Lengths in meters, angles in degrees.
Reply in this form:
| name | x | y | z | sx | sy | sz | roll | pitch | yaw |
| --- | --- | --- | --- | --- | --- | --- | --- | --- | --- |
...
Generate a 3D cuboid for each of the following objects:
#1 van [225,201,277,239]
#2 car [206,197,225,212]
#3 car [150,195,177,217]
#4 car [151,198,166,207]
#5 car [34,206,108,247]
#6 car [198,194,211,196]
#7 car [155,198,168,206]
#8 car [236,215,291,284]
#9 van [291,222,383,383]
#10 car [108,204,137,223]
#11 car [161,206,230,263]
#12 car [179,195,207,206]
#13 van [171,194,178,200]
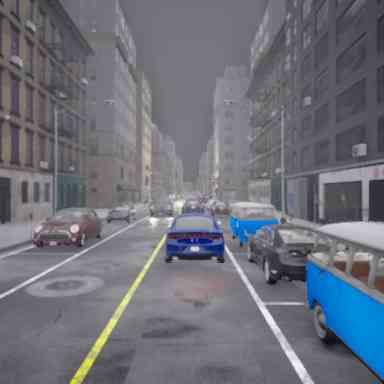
| name | x | y | z | sx | sy | sz | roll | pitch | yaw |
| --- | --- | --- | --- | --- | --- | --- | --- | --- | --- |
| van | 2.641 | 1.374 | 14.910 | 1.690 | 1.788 | 3.998 | 0 | 0 | 0 |
| car | 2.646 | 1.515 | 31.442 | 1.967 | 1.590 | 4.097 | 0 | 0 | 0 |
| car | -2.837 | 1.429 | 32.223 | 2.097 | 1.767 | 4.553 | 0 | 0 | 0 |
| car | -5.373 | 1.674 | 53.488 | 1.887 | 1.381 | 4.507 | 0 | 0 | 0 |
| car | -5.384 | 1.473 | 14.912 | 1.967 | 1.590 | 4.097 | 0 | 0 | 0 |
| car | 2.653 | 1.458 | 58.998 | 2.192 | 1.841 | 5.009 | 0 | 0 | 0 |
| car | -5.372 | 1.709 | 58.999 | 1.947 | 1.339 | 4.313 | 0 | 0 | 0 |
| car | 2.640 | 1.570 | 9.399 | 2.008 | 1.369 | 4.403 | 0 | 0 | 0 |
| van | 2.639 | 1.349 | 3.888 | 1.690 | 1.788 | 3.998 | 0 | 0 | 0 |
| car | -5.381 | 1.611 | 25.933 | 2.008 | 1.369 | 4.403 | 0 | 0 | 0 |
| car | 0.094 | 1.503 | 12.184 | 1.882 | 1.535 | 5.008 | 0 | 0 | 0 |
| car | 0.106 | 1.429 | 32.504 | 2.097 | 1.767 | 4.553 | 0 | 0 | 0 |
| van | -5.383 | 1.556 | 90.963 | 1.690 | 1.788 | 3.998 | 0 | 0 | 0 |
